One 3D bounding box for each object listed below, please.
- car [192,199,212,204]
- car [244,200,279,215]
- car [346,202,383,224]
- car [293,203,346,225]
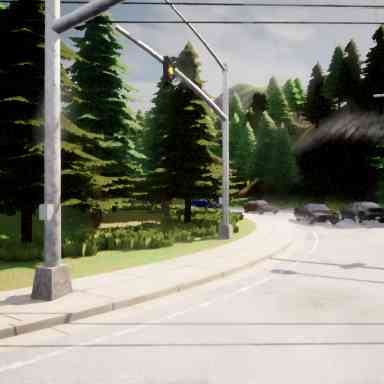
[{"bbox_3d":[1.944,1.478,44.061,1.882,1.535,5.008,0,0,-34],"label":"car"},{"bbox_3d":[7.048,1.526,34.579,1.812,1.442,4.674,0,0,-21],"label":"car"},{"bbox_3d":[12.547,1.505,24.753,1.837,1.490,4.892,1,0,1],"label":"car"},{"bbox_3d":[9.025,1.547,24.582,2.033,1.411,5.357,0,0,1],"label":"car"}]
